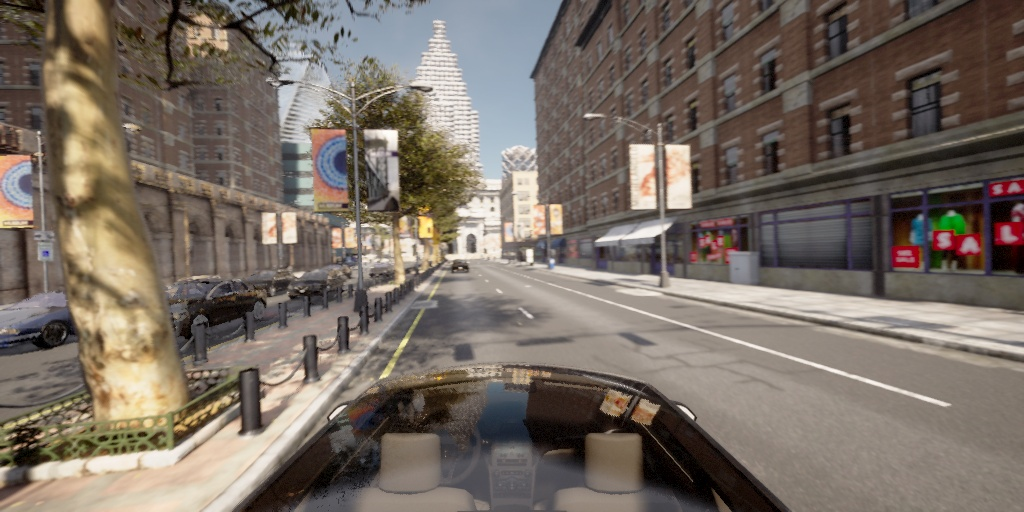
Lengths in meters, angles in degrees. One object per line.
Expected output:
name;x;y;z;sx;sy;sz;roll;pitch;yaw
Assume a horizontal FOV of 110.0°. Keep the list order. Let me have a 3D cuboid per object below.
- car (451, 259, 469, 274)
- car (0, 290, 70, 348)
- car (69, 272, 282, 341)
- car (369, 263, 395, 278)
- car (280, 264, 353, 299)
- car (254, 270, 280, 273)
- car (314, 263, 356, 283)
car;-5.845;1.097;40.405;1.882;1.535;5.008;-2;1;-9
car;-12.874;1.674;10.708;2.033;1.411;5.357;-2;1;-9
car;-9.342;1.492;10.761;2.128;1.511;4.902;-2;1;-9
car;-13.604;1.462;37.946;2.033;1.411;5.357;-2;0;-8
car;-10.854;1.475;20.319;1.837;1.490;4.892;-2;1;-9
car;-14.579;1.598;21.485;1.837;1.490;4.892;-2;0;-9
car;-16.498;1.543;33.722;2.128;1.511;4.902;-2;1;-9
